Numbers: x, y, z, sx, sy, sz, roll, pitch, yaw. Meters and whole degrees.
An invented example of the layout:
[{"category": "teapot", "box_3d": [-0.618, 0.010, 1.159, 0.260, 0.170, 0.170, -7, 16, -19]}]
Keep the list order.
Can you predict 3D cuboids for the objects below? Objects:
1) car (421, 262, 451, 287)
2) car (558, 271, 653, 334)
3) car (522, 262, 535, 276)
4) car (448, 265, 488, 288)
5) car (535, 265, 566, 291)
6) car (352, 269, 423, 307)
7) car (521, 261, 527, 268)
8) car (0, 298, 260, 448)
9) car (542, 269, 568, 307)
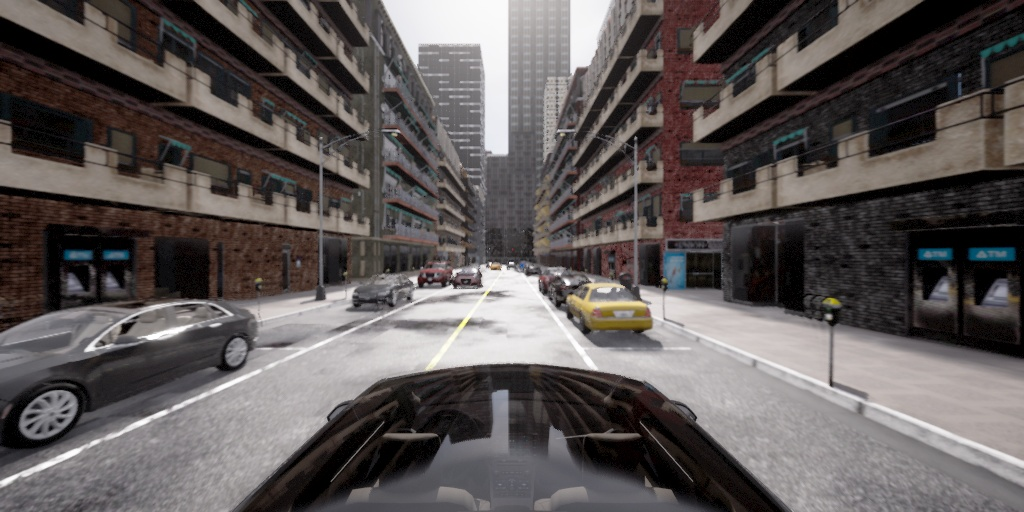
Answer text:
[{"category": "car", "box_3d": [-5.723, 1.352, 27.528, 2.192, 1.841, 5.009, 0, 0, 0]}, {"category": "car", "box_3d": [2.679, 1.375, 10.875, 1.751, 1.417, 4.829, 0, 0, 0]}, {"category": "car", "box_3d": [2.636, 1.791, 44.315, 1.948, 1.339, 4.313, 0, 0, 0]}, {"category": "car", "box_3d": [-3.129, 1.588, 26.320, 1.994, 1.385, 4.181, 0, -1, 0]}, {"category": "car", "box_3d": [2.665, 1.414, 21.909, 1.967, 1.591, 4.097, 0, 0, 0]}, {"category": "car", "box_3d": [-5.709, 1.463, 16.325, 2.007, 1.370, 4.403, 0, 0, 0]}, {"category": "car", "box_3d": [2.629, 1.838, 49.918, 2.007, 1.370, 4.403, 0, 0, 0]}, {"category": "car", "box_3d": [-5.694, 1.339, 5.122, 2.007, 1.370, 4.403, 0, 0, 0]}, {"category": "car", "box_3d": [2.672, 1.478, 16.307, 1.948, 1.339, 4.313, 0, 0, 0]}]
